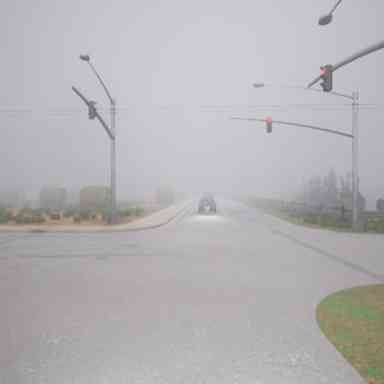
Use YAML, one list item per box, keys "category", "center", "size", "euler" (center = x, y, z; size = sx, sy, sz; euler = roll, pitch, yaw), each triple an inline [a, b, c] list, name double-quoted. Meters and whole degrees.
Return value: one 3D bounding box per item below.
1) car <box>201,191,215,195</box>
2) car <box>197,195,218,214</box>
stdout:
- category: "car"
  center: [2.727, 0.900, 57.858]
  size: [2.150, 2.045, 5.566]
  euler: [0, 0, 3]
- category: "car"
  center: [1.535, 1.341, 32.968]
  size: [2.128, 1.511, 4.902]
  euler: [0, 0, 3]
